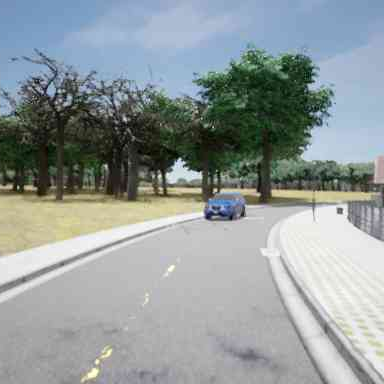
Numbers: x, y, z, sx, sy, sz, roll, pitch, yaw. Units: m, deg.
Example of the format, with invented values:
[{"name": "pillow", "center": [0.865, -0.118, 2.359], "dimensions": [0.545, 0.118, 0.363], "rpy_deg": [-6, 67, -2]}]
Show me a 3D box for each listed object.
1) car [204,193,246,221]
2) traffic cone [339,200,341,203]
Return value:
[{"name": "car", "center": [2.739, 1.083, 26.343], "dimensions": [2.150, 2.045, 5.566], "rpy_deg": [0, 0, 22]}, {"name": "traffic cone", "center": [25.708, 1.561, 57.811], "dimensions": [0.340, 0.580, 0.340], "rpy_deg": [0, -1, -37]}]
